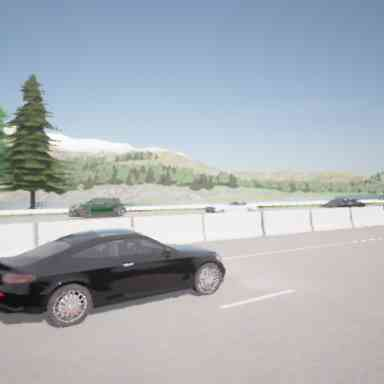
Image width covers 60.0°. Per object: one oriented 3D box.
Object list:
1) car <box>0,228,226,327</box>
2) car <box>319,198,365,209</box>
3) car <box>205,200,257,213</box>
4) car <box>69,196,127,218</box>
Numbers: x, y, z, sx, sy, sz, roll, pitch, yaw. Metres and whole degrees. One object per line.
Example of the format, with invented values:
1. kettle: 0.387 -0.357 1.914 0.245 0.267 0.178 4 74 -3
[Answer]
1. car: -1.426 1.489 6.895 4.674 1.442 1.812 0 0 -34
2. car: 14.452 1.326 32.052 4.892 1.490 1.837 0 0 -25
3. car: 3.567 1.436 30.520 4.718 1.301 1.895 0 0 -28
4. car: -7.891 1.207 27.916 4.553 1.767 2.097 0 0 -32
